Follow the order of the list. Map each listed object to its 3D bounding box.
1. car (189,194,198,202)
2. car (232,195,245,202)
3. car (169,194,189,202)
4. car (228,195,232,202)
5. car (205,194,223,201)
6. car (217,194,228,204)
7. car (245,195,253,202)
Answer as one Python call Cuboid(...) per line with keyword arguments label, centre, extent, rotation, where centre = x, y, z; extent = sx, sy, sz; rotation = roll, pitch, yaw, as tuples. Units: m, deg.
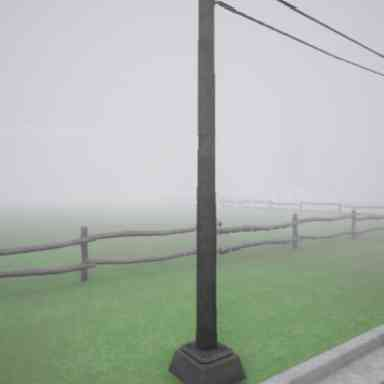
Cuboid(label="car", centre=(-0.450, 1.281, 77.233), extent=(2.097, 1.767, 4.553), rotation=(0, 0, -35))
Cuboid(label="car", centre=(8.254, 1.455, 70.933), extent=(1.882, 1.535, 5.008), rotation=(0, 0, -35))
Cuboid(label="car", centre=(-3.314, 1.285, 75.222), extent=(2.097, 1.767, 4.553), rotation=(0, 0, -35))
Cuboid(label="car", centre=(5.392, 1.457, 68.919), extent=(1.882, 1.535, 5.008), rotation=(0, 0, -35))
Cuboid(label="car", centre=(5.279, 1.274, 81.257), extent=(2.097, 1.767, 4.553), rotation=(0, 0, -35))
Cuboid(label="car", centre=(4.163, 1.582, 64.615), extent=(1.895, 1.301, 4.718), rotation=(0, 0, -35))
Cuboid(label="car", centre=(11.166, 1.500, 72.877), extent=(2.128, 1.511, 4.902), rotation=(0, 0, -35))
